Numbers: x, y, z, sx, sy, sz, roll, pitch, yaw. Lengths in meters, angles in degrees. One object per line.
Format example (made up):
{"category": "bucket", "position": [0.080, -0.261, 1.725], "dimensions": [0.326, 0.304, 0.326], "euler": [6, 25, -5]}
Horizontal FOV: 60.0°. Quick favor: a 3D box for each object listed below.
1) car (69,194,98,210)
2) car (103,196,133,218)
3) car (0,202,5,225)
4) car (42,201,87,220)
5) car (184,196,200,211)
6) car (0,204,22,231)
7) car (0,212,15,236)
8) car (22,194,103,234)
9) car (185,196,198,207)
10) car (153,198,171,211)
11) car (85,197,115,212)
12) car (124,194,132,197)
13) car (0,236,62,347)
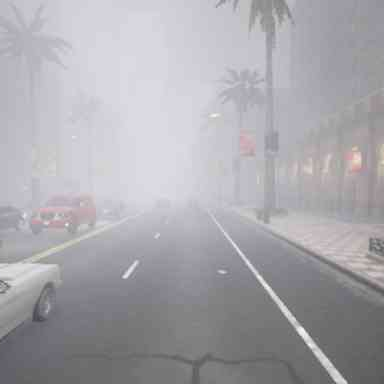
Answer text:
{"category": "car", "position": [-13.608, 1.220, 42.038], "dimensions": [2.185, 1.767, 4.553], "euler": [0, 0, -1]}
{"category": "car", "position": [-7.009, 1.397, 29.377], "dimensions": [2.128, 1.511, 4.902], "euler": [0, 0, 1]}
{"category": "car", "position": [-13.685, 1.449, 20.107], "dimensions": [2.161, 1.482, 4.786], "euler": [0, 0, -1]}
{"category": "car", "position": [-10.511, 1.512, 27.753], "dimensions": [1.895, 1.301, 4.718], "euler": [0, 0, 1]}
{"category": "car", "position": [0.023, 1.422, 38.991], "dimensions": [2.033, 1.411, 5.357], "euler": [0, 0, -1]}
{"category": "car", "position": [-10.582, 1.449, 17.461], "dimensions": [1.837, 1.490, 4.892], "euler": [0, 0, 0]}
{"category": "car", "position": [-7.121, 1.519, 8.913], "dimensions": [2.033, 1.411, 5.357], "euler": [0, 0, -4]}
{"category": "car", "position": [-7.073, 1.161, 18.967], "dimensions": [2.150, 2.045, 5.566], "euler": [0, 0, 0]}
{"category": "car", "position": [-0.088, 1.347, 49.611], "dimensions": [1.837, 1.490, 4.892], "euler": [0, 0, -1]}
{"category": "car", "position": [-3.477, 1.422, 39.011], "dimensions": [2.033, 1.411, 5.357], "euler": [0, 0, -1]}
{"category": "car", "position": [-10.532, 1.368, 38.465], "dimensions": [2.128, 1.511, 4.902], "euler": [0, 0, 0]}
{"category": "car", "position": [-13.907, 1.252, 71.411], "dimensions": [2.231, 1.521, 4.892], "euler": [0, 0, -1]}
{"category": "car", "position": [-3.399, 1.587, 4.218], "dimensions": [1.895, 1.301, 4.718], "euler": [0, 0, 0]}
